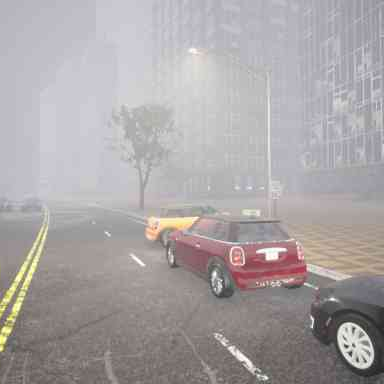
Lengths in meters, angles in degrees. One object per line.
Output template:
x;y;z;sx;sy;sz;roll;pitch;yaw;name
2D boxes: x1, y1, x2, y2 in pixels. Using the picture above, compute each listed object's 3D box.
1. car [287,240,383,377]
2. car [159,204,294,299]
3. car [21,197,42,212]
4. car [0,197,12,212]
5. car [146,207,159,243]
3.605;1.505;3.415;1.837;1.490;4.892;0;0;-36;car
0.856;1.355;8.879;2.097;1.767;4.553;0;0;-22;car
-18.934;1.393;39.370;2.097;1.767;4.553;0;0;-24;car
-21.900;1.390;38.041;2.097;1.767;4.553;0;0;-24;car
0.323;1.276;14.510;4.553;1.767;2.097;-3;1;-18;car
